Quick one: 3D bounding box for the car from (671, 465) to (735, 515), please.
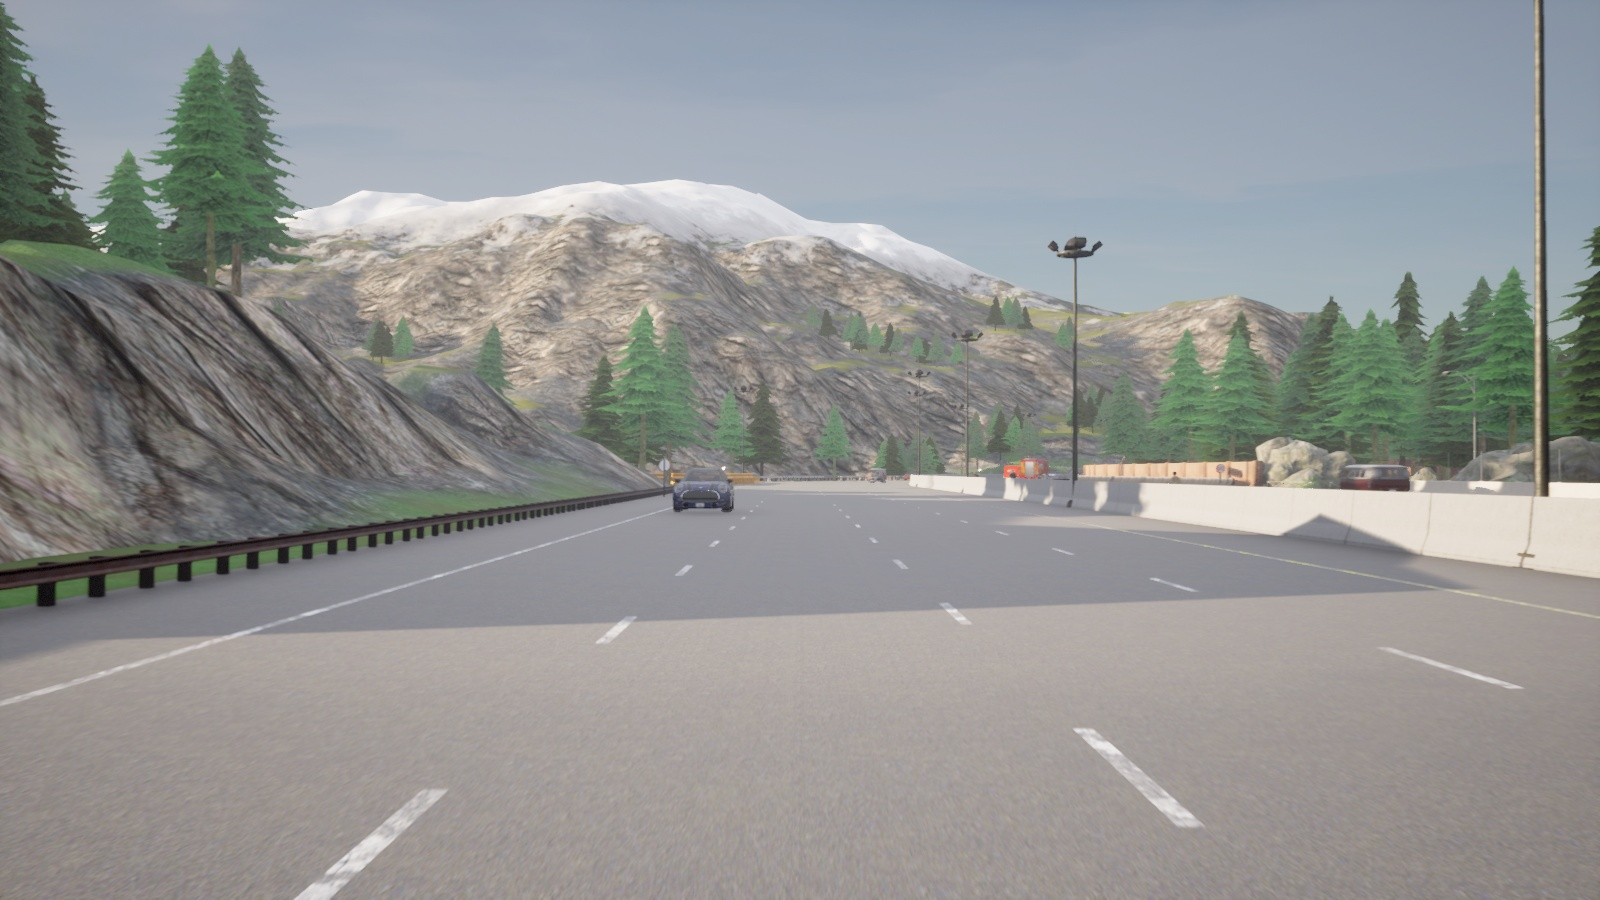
[{"bbox_3d":[-3.615,1.482,47.488,2.097,1.767,4.553,0,-1,0],"label":"car"}]

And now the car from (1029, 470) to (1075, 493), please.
[{"bbox_3d":[17.291,2.146,86.284,2.128,1.511,4.902,0,-1,0],"label":"car"}]

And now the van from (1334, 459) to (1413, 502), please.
[{"bbox_3d":[27.851,1.479,61.132,1.775,1.987,4.442,0,-1,0],"label":"van"}]
